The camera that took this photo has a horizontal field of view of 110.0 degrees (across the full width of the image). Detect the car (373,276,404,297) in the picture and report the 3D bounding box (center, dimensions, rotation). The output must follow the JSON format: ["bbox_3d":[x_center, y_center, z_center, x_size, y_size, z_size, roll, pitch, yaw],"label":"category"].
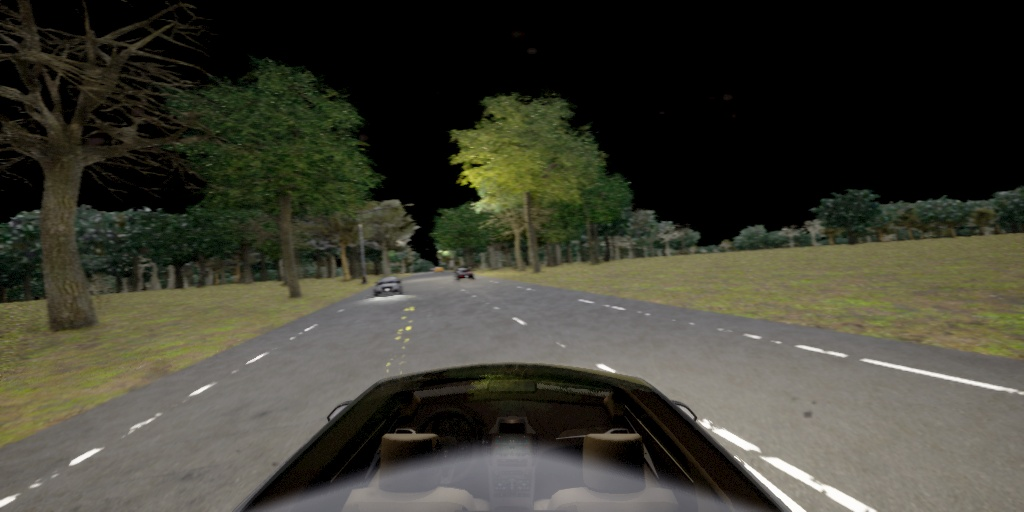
[{"bbox_3d":[-9.398,2.268,27.493,1.994,1.385,4.181,-5,0,-14],"label":"car"}]

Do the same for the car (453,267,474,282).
[{"bbox_3d":[-5.396,1.965,39.927,1.837,1.490,4.892,-5,0,-14],"label":"car"}]
